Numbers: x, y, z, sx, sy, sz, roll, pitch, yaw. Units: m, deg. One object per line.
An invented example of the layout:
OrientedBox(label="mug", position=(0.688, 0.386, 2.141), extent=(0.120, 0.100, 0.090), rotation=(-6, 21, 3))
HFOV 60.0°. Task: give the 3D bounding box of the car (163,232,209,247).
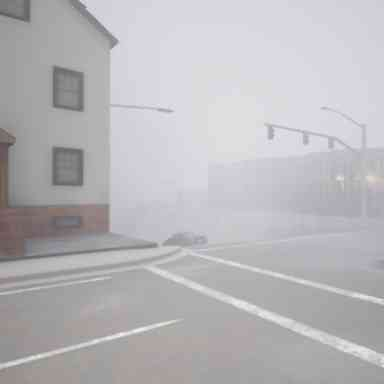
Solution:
OrientedBox(label="car", position=(-0.601, 3.800, 25.785), extent=(1.994, 1.385, 4.181), rotation=(-1, -12, -36))
